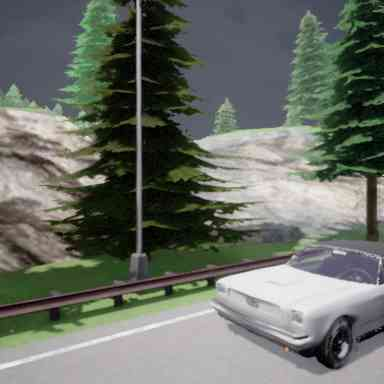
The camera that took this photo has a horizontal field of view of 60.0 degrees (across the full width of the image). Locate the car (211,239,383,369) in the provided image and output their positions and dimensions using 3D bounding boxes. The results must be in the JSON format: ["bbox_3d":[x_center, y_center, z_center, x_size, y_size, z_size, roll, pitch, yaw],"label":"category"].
[{"bbox_3d":[2.655,1.589,5.808,4.718,1.301,1.895,0,0,-34],"label":"car"}]
